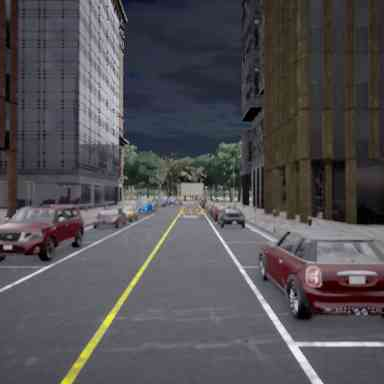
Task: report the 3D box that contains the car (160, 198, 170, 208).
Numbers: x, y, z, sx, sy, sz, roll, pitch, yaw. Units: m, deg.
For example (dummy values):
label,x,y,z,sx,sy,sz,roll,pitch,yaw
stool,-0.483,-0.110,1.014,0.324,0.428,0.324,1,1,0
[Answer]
label,x,y,z,sx,sy,sz,roll,pitch,yaw
car,-5.766,2.170,61.868,1.947,1.339,4.313,0,-1,0

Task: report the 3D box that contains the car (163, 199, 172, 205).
label,x,y,z,sx,sy,sz,roll,pitch,yaw
car,-5.767,2.335,78.179,1.947,1.339,4.313,0,-1,0

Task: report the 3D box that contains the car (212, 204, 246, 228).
label,x,y,z,sx,sy,sz,roll,pitch,yaw
car,2.761,1.780,23.807,2.008,1.369,4.403,0,-1,0

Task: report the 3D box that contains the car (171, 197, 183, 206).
label,x,y,z,sx,sy,sz,roll,pitch,yaw
car,-3.003,2.224,71.212,2.128,1.511,4.902,0,-1,0

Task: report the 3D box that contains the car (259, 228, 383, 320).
label,x,y,z,sx,sy,sz,roll,pitch,yaw
car,2.761,1.513,7.496,1.967,1.590,4.097,0,-1,0

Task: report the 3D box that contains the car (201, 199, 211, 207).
label,x,y,z,sx,sy,sz,roll,pitch,yaw
car,2.759,2.186,67.476,1.752,1.417,4.829,0,-1,0

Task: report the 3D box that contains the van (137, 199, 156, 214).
label,x,y,z,sx,sy,sz,roll,pitch,yaw
van,-5.765,1.729,40.121,1.690,1.788,3.998,0,-1,0

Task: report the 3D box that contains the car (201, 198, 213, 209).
label,x,y,z,sx,sy,sz,roll,pitch,yaw
car,2.759,2.022,51.164,1.752,1.417,4.829,0,-1,0

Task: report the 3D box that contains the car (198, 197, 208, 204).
label,x,y,z,sx,sy,sz,roll,pitch,yaw
car,2.758,2.140,83.620,2.192,1.841,5.009,0,-1,0

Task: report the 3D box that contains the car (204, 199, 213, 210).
label,x,y,z,sx,sy,sz,roll,pitch,yaw
car,2.760,1.915,40.289,1.752,1.417,4.829,0,-1,0

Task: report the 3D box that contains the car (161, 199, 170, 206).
label,x,y,z,sx,sy,sz,roll,pitch,yaw
car,-5.767,2.237,72.573,1.752,1.417,4.829,0,-1,0

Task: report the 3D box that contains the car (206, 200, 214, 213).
label,x,y,z,sx,sy,sz,roll,pitch,yaw
car,2.760,1.880,34.682,1.887,1.381,4.507,0,-1,0

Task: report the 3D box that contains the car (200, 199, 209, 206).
label,x,y,z,sx,sy,sz,roll,pitch,yaw
car,2.758,2.258,72.743,1.887,1.381,4.507,0,-1,0

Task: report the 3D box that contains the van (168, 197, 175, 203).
label,x,y,z,sx,sy,sz,roll,pitch,yaw
van,-5.768,2.279,94.494,1.690,1.788,3.998,0,-1,0

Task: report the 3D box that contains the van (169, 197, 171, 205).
label,x,y,z,sx,sy,sz,roll,pitch,yaw
van,-5.767,2.000,67.307,1.690,1.788,3.998,0,-1,0

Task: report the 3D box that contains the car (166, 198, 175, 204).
label,x,y,z,sx,sy,sz,roll,pitch,yaw
car,-5.768,2.322,89.055,1.967,1.590,4.097,0,-1,0

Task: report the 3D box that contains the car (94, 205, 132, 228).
label,x,y,z,sx,sy,sz,roll,pitch,yaw
car,-5.764,1.811,23.806,1.802,1.307,4.206,0,-1,0

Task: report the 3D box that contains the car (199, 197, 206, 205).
label,x,y,z,sx,sy,sz,roll,pitch,yaw
car,2.759,1.864,56.433,2.192,1.841,5.009,0,-1,0

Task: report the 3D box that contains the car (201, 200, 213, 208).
label,x,y,z,sx,sy,sz,roll,pitch,yaw
car,2.759,2.154,61.868,2.008,1.369,4.403,0,-1,0

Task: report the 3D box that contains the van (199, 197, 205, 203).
label,x,y,z,sx,sy,sz,roll,pitch,yaw
van,2.757,2.279,94.494,1.690,1.788,3.998,0,-1,0

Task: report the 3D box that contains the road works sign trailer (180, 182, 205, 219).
label,x,y,z,sx,sy,sz,roll,pitch,yaw
road works sign trailer,-0.002,0.787,33.397,2.380,3.560,2.880,0,-1,0

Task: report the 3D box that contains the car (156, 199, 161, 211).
label,x,y,z,sx,sy,sz,roll,pitch,yaw
car,-5.765,1.992,45.556,2.008,1.369,4.403,0,-1,0

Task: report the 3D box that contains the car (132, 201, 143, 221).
label,x,y,z,sx,sy,sz,roll,pitch,yaw
car,-5.765,1.806,29.075,1.752,1.417,4.829,0,-1,0

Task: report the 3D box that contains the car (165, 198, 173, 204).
label,x,y,z,sx,sy,sz,roll,pitch,yaw
car,-5.767,2.349,83.448,1.752,1.417,4.829,0,-1,0

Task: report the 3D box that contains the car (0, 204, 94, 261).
label,x,y,z,sx,sy,sz,roll,pitch,yaw
car,-5.764,1.439,12.934,2.192,1.841,5.009,0,-1,0

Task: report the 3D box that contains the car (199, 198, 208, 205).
label,x,y,z,sx,sy,sz,roll,pitch,yaw
car,2.758,2.209,78.181,1.967,1.590,4.097,0,-1,0

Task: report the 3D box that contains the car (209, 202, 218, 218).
label,x,y,z,sx,sy,sz,roll,pitch,yaw
car,2.761,1.827,29.244,1.887,1.381,4.507,0,-1,0
